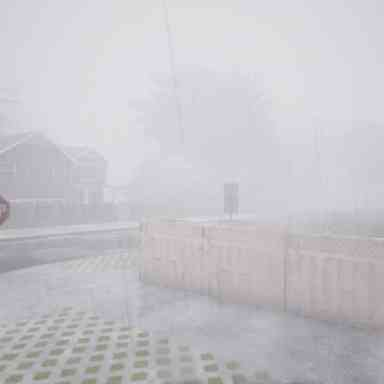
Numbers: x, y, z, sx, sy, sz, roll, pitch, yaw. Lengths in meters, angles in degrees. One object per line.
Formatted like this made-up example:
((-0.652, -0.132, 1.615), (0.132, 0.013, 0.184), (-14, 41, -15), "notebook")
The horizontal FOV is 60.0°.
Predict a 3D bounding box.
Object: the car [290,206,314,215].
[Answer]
((15.271, 2.624, 45.957), (2.033, 1.411, 5.357), (1, -1, 36), "car")
